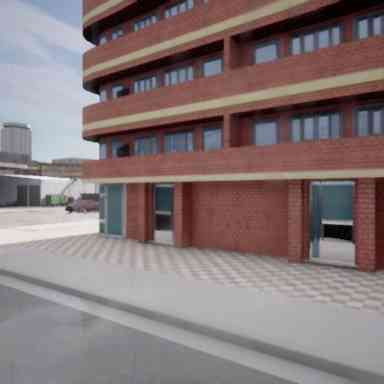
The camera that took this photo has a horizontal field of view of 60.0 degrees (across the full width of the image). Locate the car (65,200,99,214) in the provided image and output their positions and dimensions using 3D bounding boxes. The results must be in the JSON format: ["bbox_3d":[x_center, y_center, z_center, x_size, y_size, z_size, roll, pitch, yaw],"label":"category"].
[{"bbox_3d":[-11.313,1.508,35.386,1.994,1.385,4.181,0,0,35],"label":"car"}]
